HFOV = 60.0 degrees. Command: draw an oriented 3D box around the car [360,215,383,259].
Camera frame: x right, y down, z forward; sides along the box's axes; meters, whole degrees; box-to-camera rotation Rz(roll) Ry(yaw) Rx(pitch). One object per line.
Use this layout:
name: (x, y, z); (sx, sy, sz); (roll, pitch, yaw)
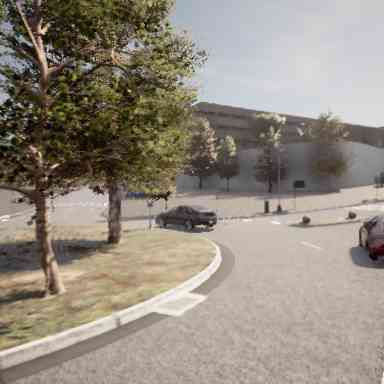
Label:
car: (7.214, 1.496, 11.879); (1.994, 1.385, 4.181); (-1, 0, 23)

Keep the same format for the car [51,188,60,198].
car: (-26.062, 0.227, 58.158); (4.553, 1.767, 2.185); (-4, 5, -28)

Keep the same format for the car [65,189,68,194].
car: (-26.922, -0.207, 63.979); (4.553, 1.767, 2.185); (-4, 5, -28)

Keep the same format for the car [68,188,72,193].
car: (-27.383, -0.298, 66.888); (5.008, 1.535, 2.097); (-4, 5, -28)

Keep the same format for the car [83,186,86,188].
car: (-29.477, -1.380, 81.386); (5.008, 1.535, 2.097); (-4, 5, -28)

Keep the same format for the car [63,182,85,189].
car: (-29.876, -1.595, 84.286); (4.892, 1.521, 2.231); (-4, 5, -28)

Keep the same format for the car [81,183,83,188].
car: (-29.029, -1.135, 78.503); (4.792, 1.488, 2.163); (-4, 5, -28)

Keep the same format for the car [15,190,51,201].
car: (-25.222, 0.828, 52.339); (4.674, 1.452, 2.002); (-4, 5, -28)

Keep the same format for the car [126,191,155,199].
car: (-8.663, 0.394, 56.359); (5.008, 1.535, 2.097); (-2, 4, -26)

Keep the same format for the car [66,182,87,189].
car: (-30.281, -1.811, 87.182); (4.892, 1.521, 2.231); (-4, 5, -28)

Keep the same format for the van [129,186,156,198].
van: (-8.890, -0.058, 59.368); (4.442, 1.987, 1.878); (-2, 4, -26)

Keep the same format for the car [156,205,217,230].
car: (-0.468, 1.640, 22.137); (1.837, 1.490, 4.892); (2, -2, -42)

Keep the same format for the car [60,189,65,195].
car: (-26.543, 0.168, 61.054); (4.792, 1.488, 2.163); (-4, 5, -28)

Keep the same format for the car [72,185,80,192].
car: (-28.057, -0.744, 72.779); (5.366, 1.575, 1.946); (-4, 5, -28)
